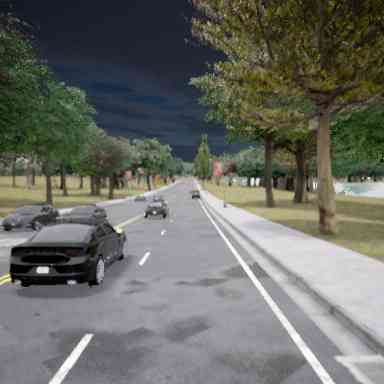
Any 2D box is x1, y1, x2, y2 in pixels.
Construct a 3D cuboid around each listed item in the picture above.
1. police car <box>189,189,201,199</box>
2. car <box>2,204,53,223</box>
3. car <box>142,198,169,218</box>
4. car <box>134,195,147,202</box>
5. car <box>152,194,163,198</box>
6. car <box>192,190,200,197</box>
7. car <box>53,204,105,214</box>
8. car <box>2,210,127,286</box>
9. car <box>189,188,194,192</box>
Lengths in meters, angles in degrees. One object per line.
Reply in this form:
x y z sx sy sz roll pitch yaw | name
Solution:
0.960 0.792 74.995 1.930 1.638 5.238 0 1 0 | police car
-9.852 1.541 20.785 1.837 1.490 4.892 0 0 0 | car
-3.157 1.549 30.409 1.812 1.442 4.674 0 0 0 | car
-9.778 1.183 63.314 1.994 1.385 4.181 0 1 0 | car
-6.528 1.117 63.361 2.128 1.511 4.902 0 1 0 | car
0.956 0.319 90.843 2.097 1.767 4.553 0 2 0 | car
-6.603 1.542 20.800 1.837 1.490 4.892 0 0 0 | car
-3.156 1.508 9.510 1.882 1.535 5.008 0 0 0 | car
0.958 0.359 84.905 2.150 2.045 5.566 0 1 0 | car
